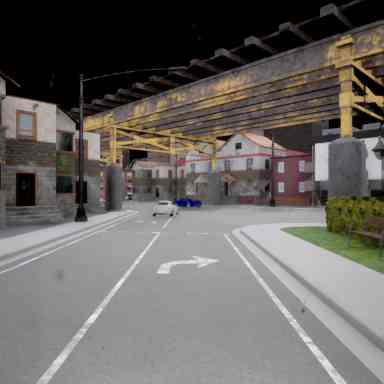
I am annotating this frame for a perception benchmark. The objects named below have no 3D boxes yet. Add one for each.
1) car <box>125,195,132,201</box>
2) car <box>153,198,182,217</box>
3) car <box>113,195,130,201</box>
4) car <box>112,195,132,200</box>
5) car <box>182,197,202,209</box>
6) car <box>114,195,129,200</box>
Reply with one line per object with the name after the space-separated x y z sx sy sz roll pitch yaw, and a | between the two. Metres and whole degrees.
-16.954 1.452 80.078 4.974 1.542 2.038 0 0 -15 | car
-2.437 1.526 31.370 1.812 1.442 4.674 0 0 7 | car
-17.637 1.452 83.746 2.038 1.542 4.974 0 0 15 | car
-16.904 1.295 80.091 4.536 1.218 1.853 0 0 -15 | car
-0.824 1.477 46.573 1.882 1.535 5.008 0 0 -45 | car
-17.624 1.295 83.796 1.853 1.218 4.536 0 0 15 | car
